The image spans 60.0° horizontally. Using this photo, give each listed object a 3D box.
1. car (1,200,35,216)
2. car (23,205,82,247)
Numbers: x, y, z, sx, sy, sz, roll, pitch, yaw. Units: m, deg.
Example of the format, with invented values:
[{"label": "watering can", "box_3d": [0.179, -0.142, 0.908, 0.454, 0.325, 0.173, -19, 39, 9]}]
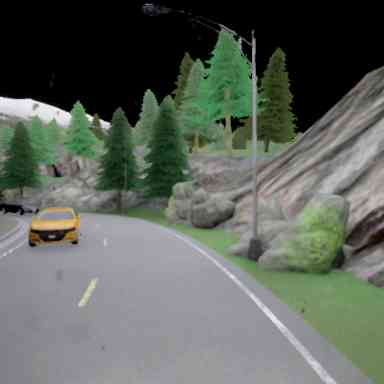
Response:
[{"label": "car", "box_3d": [-16.907, 1.522, 32.827, 4.902, 1.511, 2.128, 0, 0, 35]}, {"label": "car", "box_3d": [-6.128, 1.461, 15.310, 1.882, 1.535, 5.008, 0, 0, -16]}]
